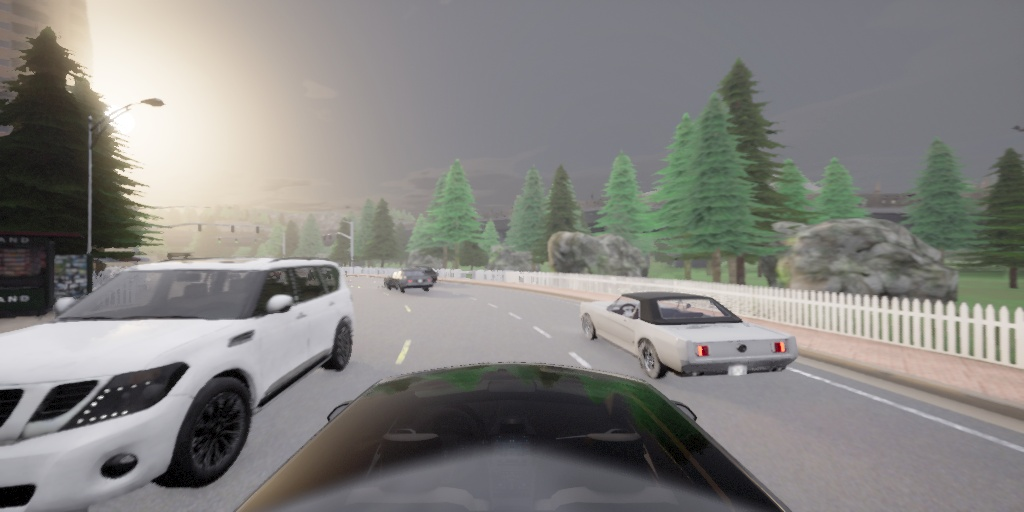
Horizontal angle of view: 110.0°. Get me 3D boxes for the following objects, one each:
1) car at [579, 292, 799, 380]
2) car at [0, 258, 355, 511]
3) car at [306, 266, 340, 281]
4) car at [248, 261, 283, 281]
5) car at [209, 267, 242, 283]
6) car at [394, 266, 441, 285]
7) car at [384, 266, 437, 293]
[{"bbox_3d":[2.949,1.390,7.385,1.895,1.301,4.718,0,-1,-8],"label":"car"},{"bbox_3d":[-3.921,1.034,4.894,2.150,2.045,5.566,0,-1,-7],"label":"car"},{"bbox_3d":[-19.893,1.802,37.657,4.674,1.442,1.812,-1,-1,44],"label":"car"},{"bbox_3d":[-27.615,1.575,40.052,5.566,2.045,2.150,-1,-1,43],"label":"car"},{"bbox_3d":[-30.038,1.949,37.524,5.357,1.411,2.033,-1,-1,43],"label":"car"},{"bbox_3d":[-8.186,1.623,30.743,1.837,1.490,4.892,1,-1,-41],"label":"car"},{"bbox_3d":[-6.920,1.581,23.675,2.033,1.411,5.357,0,-1,-34],"label":"car"}]
